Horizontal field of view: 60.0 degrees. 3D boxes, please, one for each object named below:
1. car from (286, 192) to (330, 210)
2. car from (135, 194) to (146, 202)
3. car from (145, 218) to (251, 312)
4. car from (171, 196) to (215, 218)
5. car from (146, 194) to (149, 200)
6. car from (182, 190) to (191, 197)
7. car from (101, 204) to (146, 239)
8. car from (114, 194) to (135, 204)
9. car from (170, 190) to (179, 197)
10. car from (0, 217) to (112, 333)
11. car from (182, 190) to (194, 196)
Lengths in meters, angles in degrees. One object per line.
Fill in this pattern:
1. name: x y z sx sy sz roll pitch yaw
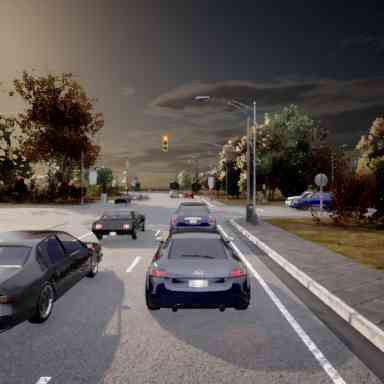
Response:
1. car: 14.021 0.993 37.455 5.566 2.045 2.150 0 0 -3
2. car: -10.799 1.062 64.390 2.128 1.511 4.902 0 0 0
3. car: 0.081 1.541 7.755 1.994 1.385 4.181 0 0 -1
4. car: 0.044 1.271 16.389 2.097 1.767 4.553 0 0 0
5. car: -10.941 1.050 75.183 1.895 1.301 4.718 0 1 -1
6. car: -1.589 0.393 94.123 2.097 1.767 4.553 0 1 -7
7. car: -3.477 1.518 16.711 1.895 1.301 4.718 0 0 -1
8. car: -10.789 1.269 52.201 1.895 1.301 4.718 0 0 0
9. car: -4.320 0.886 84.154 1.994 1.385 4.181 0 1 -4
10. car: -3.417 1.528 7.067 2.033 1.411 5.357 0 0 -1
11. car: -0.772 0.566 83.475 2.150 2.045 5.566 0 1 -4
